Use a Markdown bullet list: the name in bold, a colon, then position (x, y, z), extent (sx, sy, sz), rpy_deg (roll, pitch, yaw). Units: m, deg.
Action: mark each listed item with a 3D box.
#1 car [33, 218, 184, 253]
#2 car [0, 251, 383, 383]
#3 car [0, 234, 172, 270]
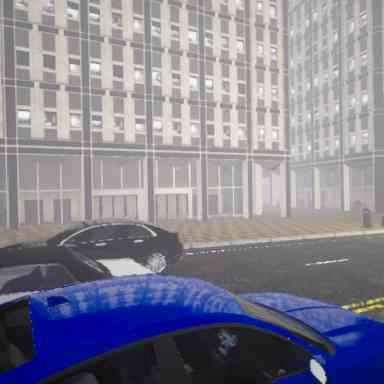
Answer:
- **car**: position (-2.597, 1.502, 8.969), extent (4.892, 1.490, 1.837), rpy_deg (0, 0, -27)
- **car**: position (-0.194, 1.477, 2.670), extent (5.008, 1.535, 1.882), rpy_deg (0, 0, -28)
- **car**: position (-2.890, 1.601, 5.163), extent (4.718, 1.301, 1.895), rpy_deg (0, 0, -28)
